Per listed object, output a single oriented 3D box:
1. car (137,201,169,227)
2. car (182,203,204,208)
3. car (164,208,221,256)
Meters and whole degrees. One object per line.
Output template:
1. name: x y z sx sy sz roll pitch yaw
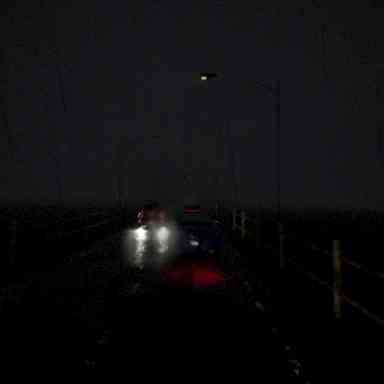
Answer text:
1. car: -2.851 1.619 25.228 2.097 1.767 4.553 0 -1 0
2. car: 0.096 1.840 31.548 1.837 1.490 4.892 0 -1 0
3. car: 0.094 1.623 13.730 1.882 1.535 5.008 0 -1 0
